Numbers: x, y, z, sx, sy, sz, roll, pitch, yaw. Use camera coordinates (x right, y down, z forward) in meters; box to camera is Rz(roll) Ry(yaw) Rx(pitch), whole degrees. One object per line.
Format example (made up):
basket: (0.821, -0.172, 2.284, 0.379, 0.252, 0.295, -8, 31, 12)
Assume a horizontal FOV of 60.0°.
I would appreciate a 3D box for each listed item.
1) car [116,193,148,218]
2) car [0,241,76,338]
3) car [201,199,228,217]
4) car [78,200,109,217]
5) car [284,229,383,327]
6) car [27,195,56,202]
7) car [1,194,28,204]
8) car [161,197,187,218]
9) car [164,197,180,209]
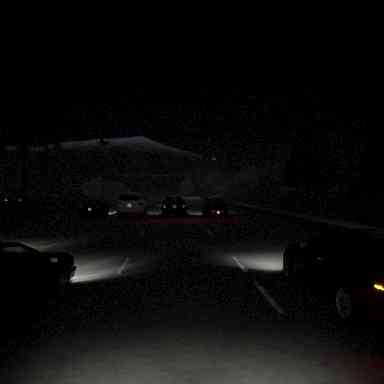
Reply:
car: (-5.038, 1.071, 28.272, 2.150, 2.045, 5.566, 0, 1, -4)
car: (-3.543, 1.518, 5.299, 2.033, 1.411, 5.357, 0, 0, -2)
car: (1.923, 1.349, 29.013, 1.837, 1.490, 4.892, 0, 0, -4)
car: (-8.646, 1.405, 29.546, 1.994, 1.385, 4.181, 0, 0, -4)
car: (3.364, 1.488, 6.833, 1.812, 1.442, 4.674, 0, 0, -2)
car: (-20.605, 1.241, 46.567, 2.128, 1.511, 4.902, 0, 0, -4)
car: (-24.102, 1.102, 46.394, 2.097, 1.767, 4.553, 0, 0, -4)
car: (-1.580, 1.199, 28.913, 2.097, 1.767, 4.553, 0, 1, -4)
car: (-2.639, 1.333, 42.984, 1.994, 1.385, 4.181, 0, 0, -4)
